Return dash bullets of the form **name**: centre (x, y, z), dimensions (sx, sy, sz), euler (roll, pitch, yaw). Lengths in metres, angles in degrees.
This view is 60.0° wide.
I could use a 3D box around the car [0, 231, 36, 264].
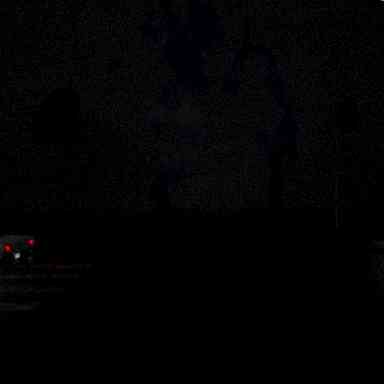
- **car**: centre (-7.474, 1.665, 10.070), dimensions (4.718, 1.301, 1.895), euler (-1, 0, 1)
